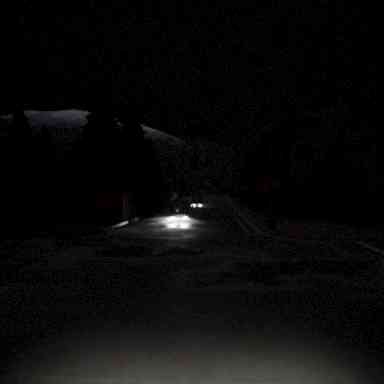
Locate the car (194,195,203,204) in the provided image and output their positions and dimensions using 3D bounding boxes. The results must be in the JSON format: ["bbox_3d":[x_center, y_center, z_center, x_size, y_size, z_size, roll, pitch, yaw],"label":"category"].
[{"bbox_3d":[1.113,1.416,63.596,2.128,1.511,4.902,0,0,4],"label":"car"}]

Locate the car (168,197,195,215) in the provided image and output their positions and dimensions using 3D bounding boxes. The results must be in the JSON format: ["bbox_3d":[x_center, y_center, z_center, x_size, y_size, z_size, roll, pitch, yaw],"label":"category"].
[{"bbox_3d":[-1.162,1.452,32.909,2.128,1.511,4.902,0,0,4],"label":"car"}]
